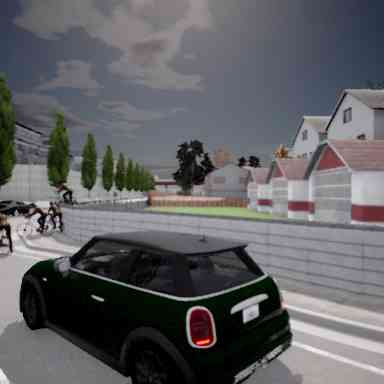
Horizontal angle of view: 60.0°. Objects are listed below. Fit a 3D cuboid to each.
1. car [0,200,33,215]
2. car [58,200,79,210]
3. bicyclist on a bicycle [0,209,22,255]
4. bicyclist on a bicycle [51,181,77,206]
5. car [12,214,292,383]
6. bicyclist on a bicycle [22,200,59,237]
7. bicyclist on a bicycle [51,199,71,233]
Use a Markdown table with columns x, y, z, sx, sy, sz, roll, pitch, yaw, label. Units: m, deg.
| x | y | z | sx | sy | sz | roll | pitch | yaw | label |
| --- | --- | --- | --- | --- | --- | --- | --- | --- | --- |
| -16.843 | 1.532 | 31.493 | 1.837 | 1.490 | 4.892 | 0 | 0 | -1 | car |
| -13.450 | 1.591 | 36.692 | 1.837 | 1.490 | 4.892 | 1 | 0 | -1 | car |
| -7.042 | 1.461 | 12.220 | 1.656 | 1.620 | 0.582 | 0 | -1 | 39 | bicyclist on a bicycle |
| -7.339 | 0.181 | 18.979 | 1.656 | 1.620 | 0.582 | 1 | 0 | 4 | bicyclist on a bicycle |
| -0.895 | 1.378 | 5.204 | 4.553 | 1.767 | 2.097 | 0 | 0 | 43 | car |
| -7.456 | 1.327 | 15.915 | 1.656 | 1.620 | 0.582 | 1 | 0 | -34 | bicyclist on a bicycle |
| -7.261 | 1.340 | 17.412 | 1.656 | 1.620 | 0.582 | 0 | -1 | 29 | bicyclist on a bicycle |
